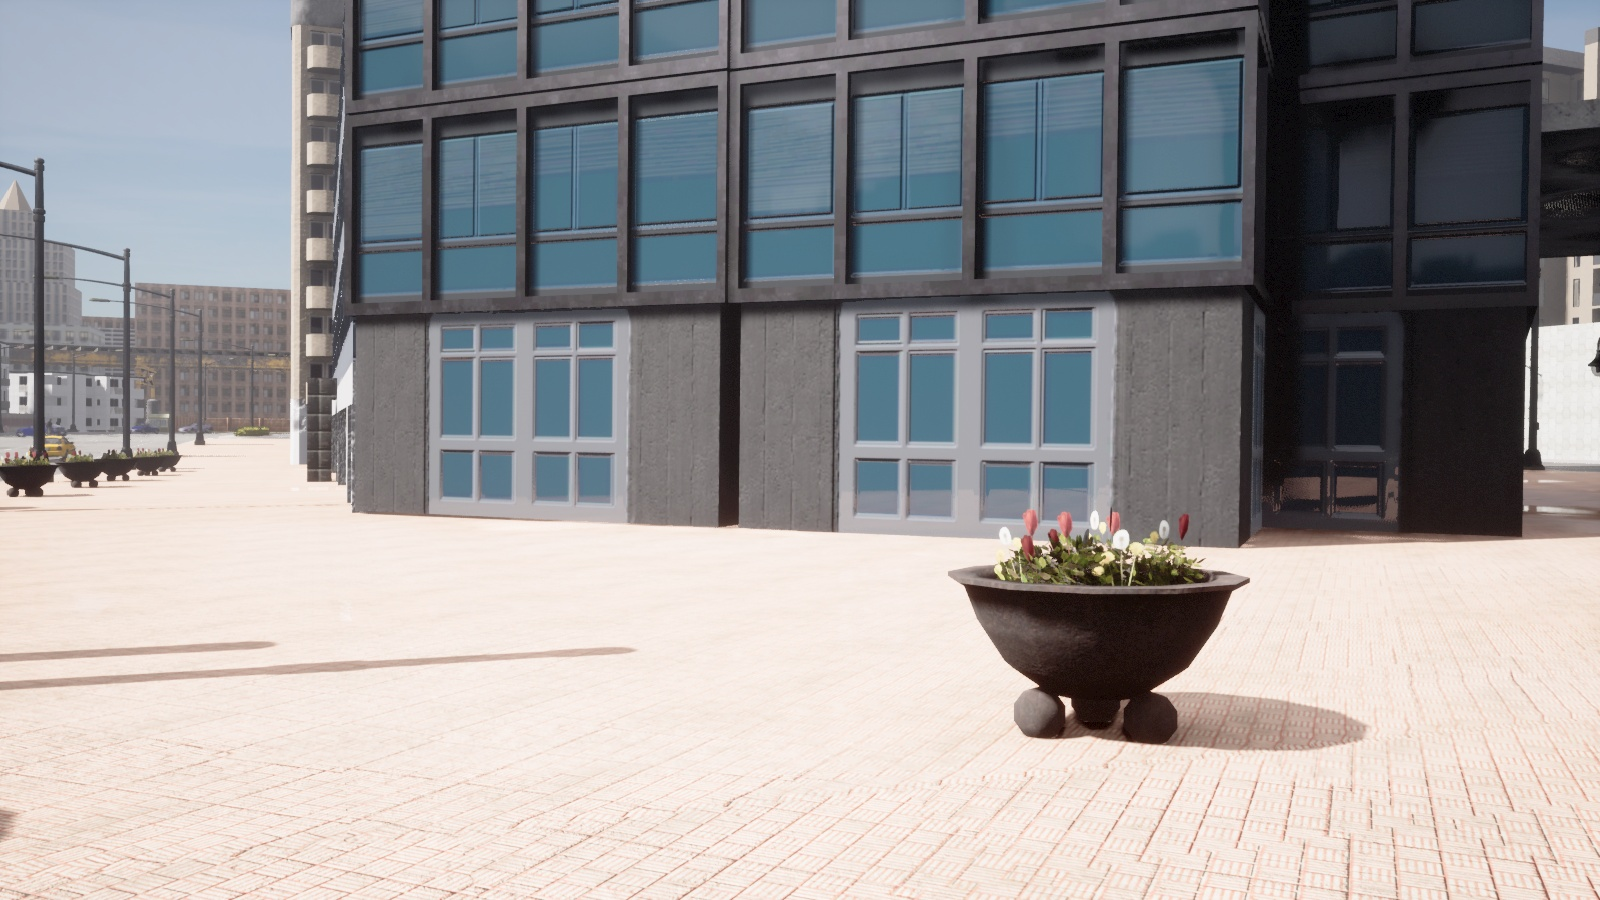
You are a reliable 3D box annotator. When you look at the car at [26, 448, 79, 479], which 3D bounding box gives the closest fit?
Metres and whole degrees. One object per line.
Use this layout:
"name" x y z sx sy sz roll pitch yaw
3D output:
"car" -44.170 0.764 74.326 1.801 1.575 5.366 -1 2 -21
